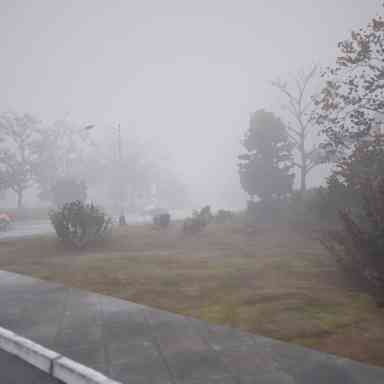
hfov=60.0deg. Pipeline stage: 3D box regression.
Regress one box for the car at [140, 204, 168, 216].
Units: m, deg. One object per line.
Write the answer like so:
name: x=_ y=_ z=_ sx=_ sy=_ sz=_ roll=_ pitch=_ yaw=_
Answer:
car: x=-5.041 y=2.411 z=44.684 sx=1.812 sy=1.442 sz=4.674 roll=-3 pitch=-2 yaw=32

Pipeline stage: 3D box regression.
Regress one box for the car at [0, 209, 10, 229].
car: x=-16.936 y=2.164 z=26.087 sx=2.097 sy=1.767 sz=4.553 roll=-3 pitch=-2 yaw=33
